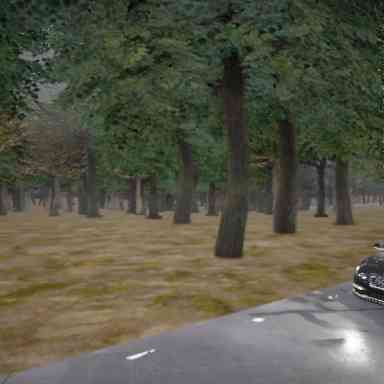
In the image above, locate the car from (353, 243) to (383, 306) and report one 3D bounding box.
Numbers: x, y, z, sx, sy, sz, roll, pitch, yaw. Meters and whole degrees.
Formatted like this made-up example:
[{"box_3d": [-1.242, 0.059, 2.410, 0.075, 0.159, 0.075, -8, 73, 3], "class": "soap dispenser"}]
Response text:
[{"box_3d": [5.449, 1.568, 7.260, 4.892, 1.490, 1.837, 1, 1, -36], "class": "car"}]
